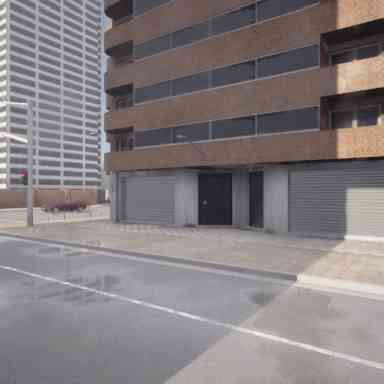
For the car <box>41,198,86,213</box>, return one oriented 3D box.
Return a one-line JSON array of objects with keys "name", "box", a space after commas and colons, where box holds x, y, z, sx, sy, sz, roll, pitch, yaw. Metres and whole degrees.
[{"name": "car", "box": [-14.164, 1.477, 36.945, 1.882, 1.535, 5.008, 0, 0, 35]}]
